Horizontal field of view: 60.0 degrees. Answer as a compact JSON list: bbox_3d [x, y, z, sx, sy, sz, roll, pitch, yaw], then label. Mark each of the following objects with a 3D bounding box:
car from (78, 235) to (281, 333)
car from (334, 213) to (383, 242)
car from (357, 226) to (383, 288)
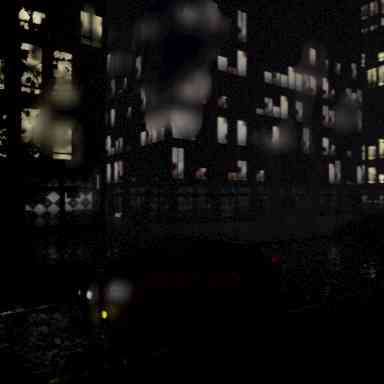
[{"bbox_3d":[-0.136,1.627,6.939,4.181,1.385,1.994,0,-1,-34],"label":"car"},{"bbox_3d":[8.650,1.684,15.886,4.313,1.339,1.947,0,0,-34],"label":"car"},{"bbox_3d":[6.031,1.542,7.197,4.902,1.511,2.128,0,-1,-34],"label":"car"}]
